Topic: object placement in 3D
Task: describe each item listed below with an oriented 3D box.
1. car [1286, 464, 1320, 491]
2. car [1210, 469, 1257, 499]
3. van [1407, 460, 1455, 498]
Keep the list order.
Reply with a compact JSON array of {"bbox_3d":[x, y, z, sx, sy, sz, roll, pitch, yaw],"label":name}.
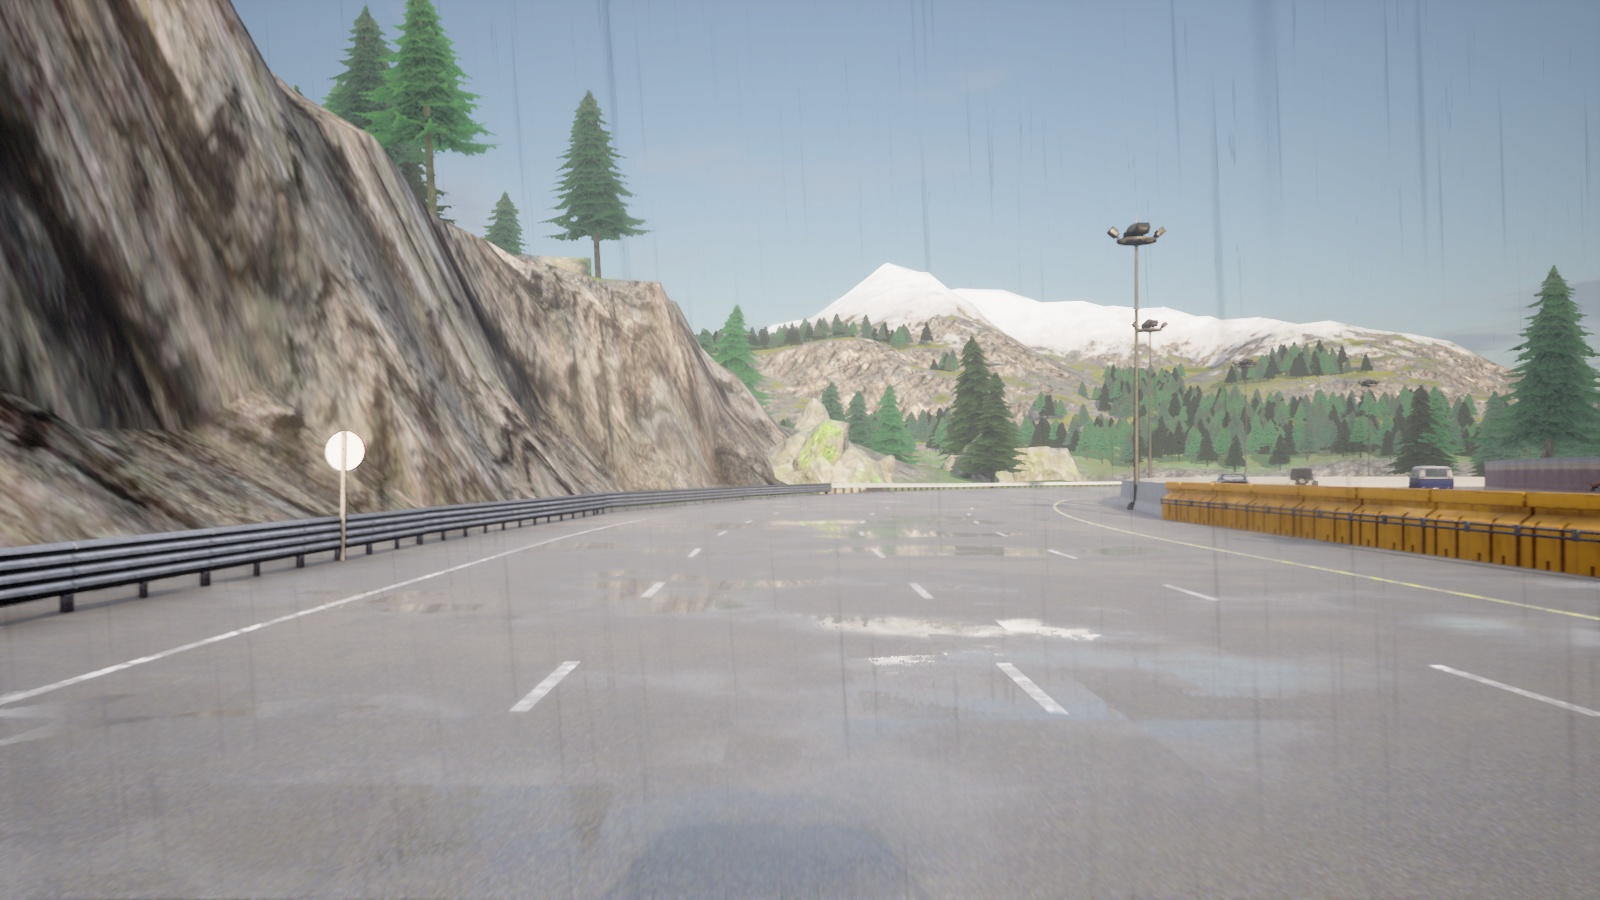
[{"bbox_3d":[36.222,1.977,90.366,1.905,1.878,3.866,-1,-1,27],"label":"car"},{"bbox_3d":[23.079,1.800,67.029,2.128,1.511,4.902,-1,-1,16],"label":"car"},{"bbox_3d":[34.924,1.592,69.588,1.775,1.987,4.442,-1,-1,19],"label":"van"}]
